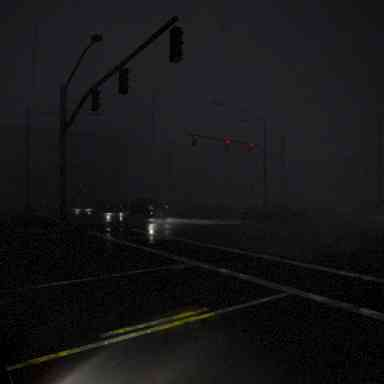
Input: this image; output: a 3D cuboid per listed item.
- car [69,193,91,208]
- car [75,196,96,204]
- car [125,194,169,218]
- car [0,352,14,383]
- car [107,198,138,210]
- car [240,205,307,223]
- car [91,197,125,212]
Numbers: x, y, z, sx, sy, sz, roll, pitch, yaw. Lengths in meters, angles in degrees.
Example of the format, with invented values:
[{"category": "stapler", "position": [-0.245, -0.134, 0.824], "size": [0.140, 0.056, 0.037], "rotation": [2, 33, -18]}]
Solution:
[{"category": "car", "position": [-16.172, 1.221, 47.704], "size": [2.150, 2.045, 5.566], "rotation": [0, 0, -31]}, {"category": "car", "position": [-20.110, 1.509, 63.046], "size": [2.128, 1.511, 4.902], "rotation": [0, 0, 4]}, {"category": "car", "position": [-3.989, 1.352, 30.491], "size": [2.097, 1.767, 4.553], "rotation": [0, 0, -36]}, {"category": "car", "position": [-3.602, 1.547, 1.239], "size": [5.357, 1.411, 2.033], "rotation": [0, 0, -35]}, {"category": "car", "position": [-9.335, 1.547, 44.171], "size": [2.033, 1.411, 5.357], "rotation": [0, 0, -36]}, {"category": "car", "position": [5.949, 1.588, 24.544], "size": [4.718, 1.301, 1.895], "rotation": [-1, 0, 14]}, {"category": "car", "position": [-9.767, 1.526, 38.500], "size": [1.812, 1.442, 4.674], "rotation": [0, 0, -36]}]
